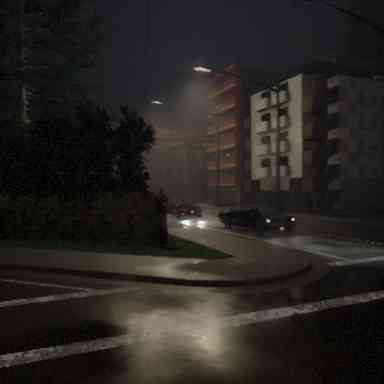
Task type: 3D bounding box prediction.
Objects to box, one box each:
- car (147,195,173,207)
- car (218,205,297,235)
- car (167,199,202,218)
[{"bbox_3d":[-4.182,1.137,42.684,1.994,1.385,4.181,-1,1,-25],"label":"car"},{"bbox_3d":[3.274,1.381,17.505,1.895,1.301,4.718,-1,1,-24],"label":"car"},{"bbox_3d":[-0.810,1.284,26.444,1.994,1.385,4.181,-1,1,-24],"label":"car"}]
